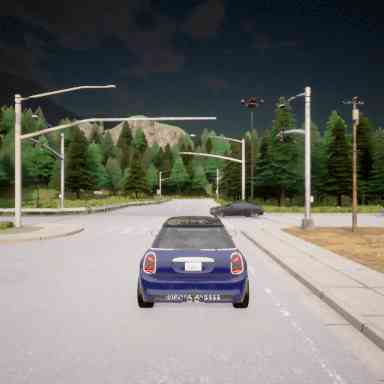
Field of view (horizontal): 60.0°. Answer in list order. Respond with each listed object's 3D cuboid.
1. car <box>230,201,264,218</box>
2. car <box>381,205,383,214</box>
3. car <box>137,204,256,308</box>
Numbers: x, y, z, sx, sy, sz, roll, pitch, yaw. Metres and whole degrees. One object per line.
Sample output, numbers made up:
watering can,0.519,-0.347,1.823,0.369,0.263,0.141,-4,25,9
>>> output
car,3.803,1.546,28.568,4.674,1.442,1.812,0,0,-6
car,19.385,1.247,28.613,5.566,2.045,2.150,0,0,1
car,0.040,1.348,8.069,2.097,1.767,4.553,0,0,0
